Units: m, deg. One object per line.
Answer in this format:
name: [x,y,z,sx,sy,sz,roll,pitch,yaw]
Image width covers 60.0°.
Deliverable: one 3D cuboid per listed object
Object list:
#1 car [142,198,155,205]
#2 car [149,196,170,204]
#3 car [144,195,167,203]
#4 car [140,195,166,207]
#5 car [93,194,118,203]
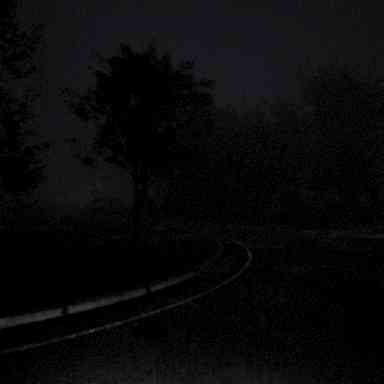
car: [-9.099,1.992,69.098,1.812,1.442,4.674,1,-1,-17]
car: [-7.998,2.012,81.828,4.553,1.767,2.185,1,0,-17]
car: [-9.679,1.937,87.359,5.566,2.045,2.435,1,-1,-17]
car: [-6.718,1.795,56.226,2.128,1.511,4.902,1,-1,-42]
car: [-20.782,1.669,80.728,5.566,2.045,2.435,1,-1,-17]
